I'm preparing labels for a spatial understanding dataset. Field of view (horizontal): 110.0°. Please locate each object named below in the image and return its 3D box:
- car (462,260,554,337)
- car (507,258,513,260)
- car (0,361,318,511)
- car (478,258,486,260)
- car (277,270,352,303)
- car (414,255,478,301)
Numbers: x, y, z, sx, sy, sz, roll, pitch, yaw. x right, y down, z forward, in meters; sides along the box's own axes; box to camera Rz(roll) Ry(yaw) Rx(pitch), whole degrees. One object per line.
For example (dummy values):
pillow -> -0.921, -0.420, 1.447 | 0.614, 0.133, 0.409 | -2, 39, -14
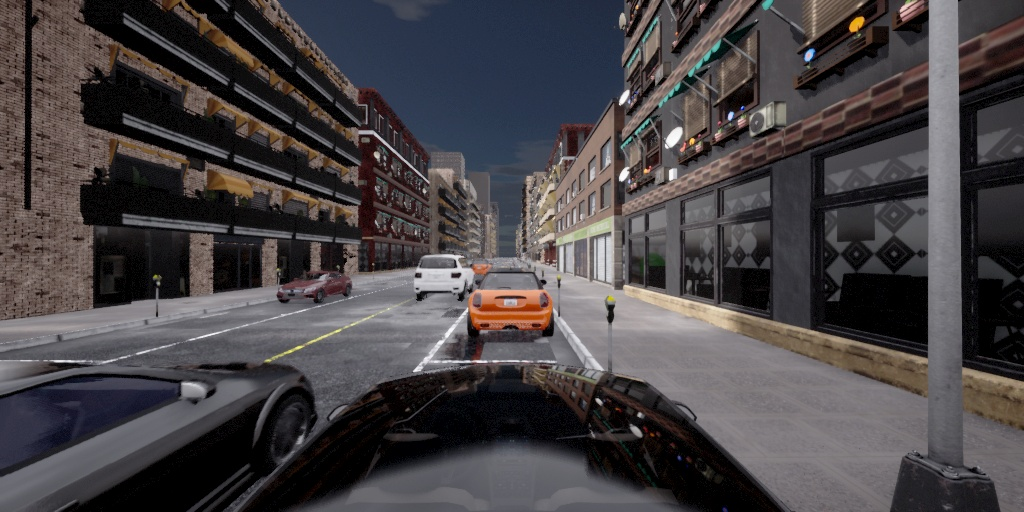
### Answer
car -> -0.032, 1.103, 10.469 | 2.097, 1.767, 4.553 | 0, 0, 0
car -> -0.456, 1.275, 39.173 | 1.751, 1.417, 4.829 | 0, 0, 0
car -> -3.053, 1.314, 2.101 | 1.994, 1.385, 4.181 | 0, 0, 0
car -> -3.050, 1.102, 35.442 | 2.097, 1.767, 4.553 | 0, 0, 0
car -> -8.837, 1.333, 16.462 | 1.802, 1.307, 4.207 | 0, 0, 0
car -> -3.146, 0.972, 17.545 | 2.150, 2.045, 5.566 | 0, 0, 0
